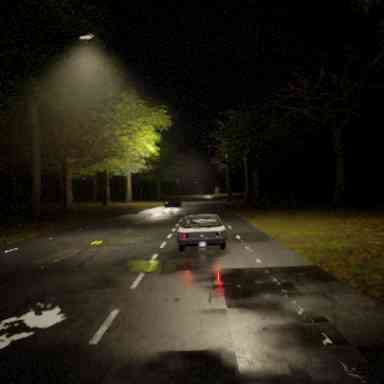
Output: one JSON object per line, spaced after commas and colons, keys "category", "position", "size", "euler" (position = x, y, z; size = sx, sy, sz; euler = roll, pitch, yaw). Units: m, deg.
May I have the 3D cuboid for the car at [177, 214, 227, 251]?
{"category": "car", "position": [0.432, 1.633, 14.520], "size": [1.895, 1.301, 4.718], "euler": [-3, 0, 1]}

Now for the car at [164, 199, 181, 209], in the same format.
{"category": "car", "position": [-2.873, 1.729, 49.979], "size": [1.994, 1.385, 4.181], "euler": [-2, 0, 7]}
